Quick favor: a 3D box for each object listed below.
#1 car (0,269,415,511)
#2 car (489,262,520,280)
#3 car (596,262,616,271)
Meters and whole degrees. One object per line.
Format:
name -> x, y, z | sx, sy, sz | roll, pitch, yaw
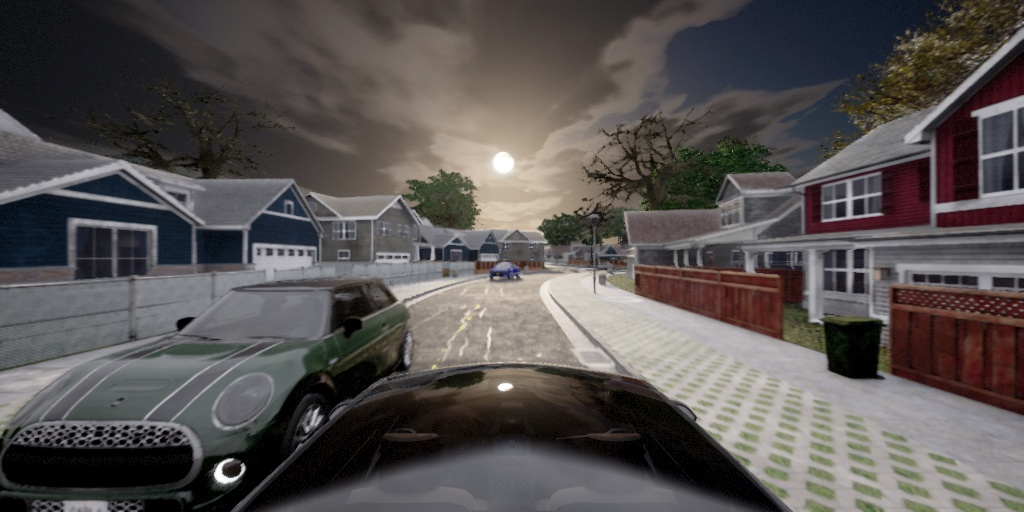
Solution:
car -> -2.828, 1.102, 4.632 | 2.097, 1.767, 4.553 | 0, 0, 0
car -> -0.619, 1.309, 32.686 | 1.882, 1.535, 5.008 | 0, -1, 14
car -> 15.575, 1.769, 59.680 | 2.128, 1.511, 4.902 | 0, -1, 40
